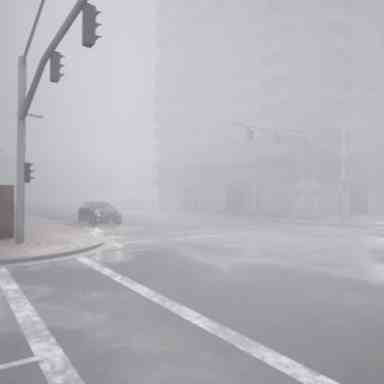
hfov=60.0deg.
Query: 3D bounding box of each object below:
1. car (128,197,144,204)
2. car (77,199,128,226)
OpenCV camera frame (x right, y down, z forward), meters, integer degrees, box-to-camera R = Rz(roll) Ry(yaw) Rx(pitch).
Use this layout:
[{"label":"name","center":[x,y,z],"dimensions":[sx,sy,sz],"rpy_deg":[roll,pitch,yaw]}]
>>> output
[{"label":"car","center":[-12.884,1.882,72.873],"dimensions":[4.902,1.511,2.128],"rpy_deg":[1,-1,-36]},{"label":"car","center":[-6.834,1.460,24.519],"dimensions":[2.097,1.767,4.553],"rpy_deg":[1,-1,-36]}]
